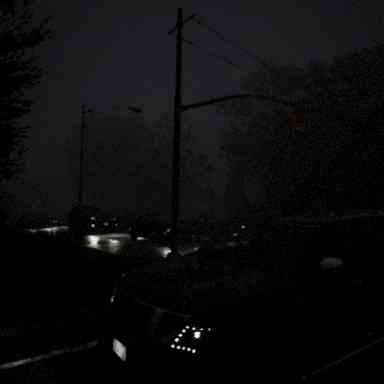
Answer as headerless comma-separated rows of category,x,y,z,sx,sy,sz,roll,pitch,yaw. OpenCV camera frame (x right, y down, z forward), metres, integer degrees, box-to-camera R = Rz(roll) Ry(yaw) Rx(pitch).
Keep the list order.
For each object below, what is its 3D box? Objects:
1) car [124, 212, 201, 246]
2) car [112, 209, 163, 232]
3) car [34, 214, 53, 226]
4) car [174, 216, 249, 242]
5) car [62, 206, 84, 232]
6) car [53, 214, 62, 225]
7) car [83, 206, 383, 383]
car,-1.806,1.955,18.649,1.882,1.535,5.008,2,-3,-38
car,-4.640,2.325,27.822,2.097,1.767,4.553,2,-4,-40
car,-17.572,3.236,36.673,5.008,1.535,1.882,-3,-4,44
car,1.073,2.182,20.649,1.895,1.301,4.718,2,-3,-40
car,-8.061,2.148,26.473,2.150,2.045,5.566,2,-5,-40
car,-17.421,3.550,41.348,4.892,1.490,1.837,-5,-5,42
car,1.524,1.282,4.958,5.566,2.045,2.150,1,-1,-36
